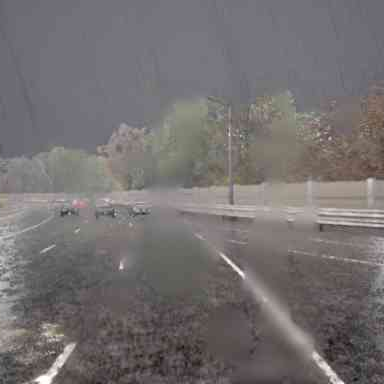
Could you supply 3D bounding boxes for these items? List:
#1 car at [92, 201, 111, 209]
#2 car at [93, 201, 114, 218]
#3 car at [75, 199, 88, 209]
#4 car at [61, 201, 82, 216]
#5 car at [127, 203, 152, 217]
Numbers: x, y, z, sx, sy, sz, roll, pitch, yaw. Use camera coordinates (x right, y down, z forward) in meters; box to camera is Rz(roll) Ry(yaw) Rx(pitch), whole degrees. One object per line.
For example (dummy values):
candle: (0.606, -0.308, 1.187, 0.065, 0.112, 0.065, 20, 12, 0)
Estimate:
car: (-15.611, 2.217, 57.332, 1.994, 1.385, 4.181, 0, -1, -31)
car: (-9.326, 1.890, 35.116, 2.128, 1.511, 4.902, 0, -1, -19)
car: (-19.122, 2.031, 56.382, 2.097, 1.767, 4.553, 0, -1, -31)
car: (-14.159, 2.076, 38.473, 1.895, 1.301, 4.718, 0, -1, -21)
car: (-5.648, 1.914, 35.600, 2.033, 1.411, 5.357, 0, -1, -20)
